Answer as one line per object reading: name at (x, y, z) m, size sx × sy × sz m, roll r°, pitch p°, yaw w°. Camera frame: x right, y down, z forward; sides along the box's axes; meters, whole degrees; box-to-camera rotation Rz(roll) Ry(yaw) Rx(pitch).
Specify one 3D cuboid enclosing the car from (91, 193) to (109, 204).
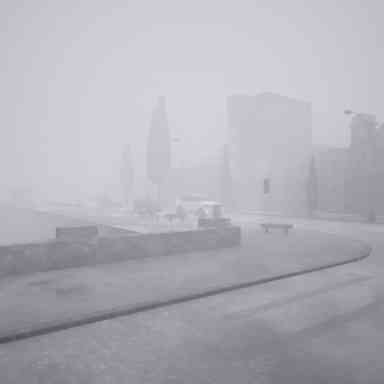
car at (-17.204, 1.223, 62.569) m, size 2.150 × 2.045 × 5.566 m, roll 0°, pitch 0°, yaw -36°

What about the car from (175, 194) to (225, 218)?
car at (0.577, 1.221, 30.454) m, size 2.150 × 2.045 × 5.566 m, roll 0°, pitch 0°, yaw -36°

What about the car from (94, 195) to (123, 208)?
car at (-11.725, 1.547, 47.734) m, size 2.033 × 1.411 × 5.357 m, roll 0°, pitch 0°, yaw -35°

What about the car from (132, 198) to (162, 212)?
car at (-5.339, 1.505, 38.746) m, size 1.837 × 1.490 × 4.892 m, roll 0°, pitch 0°, yaw -36°
